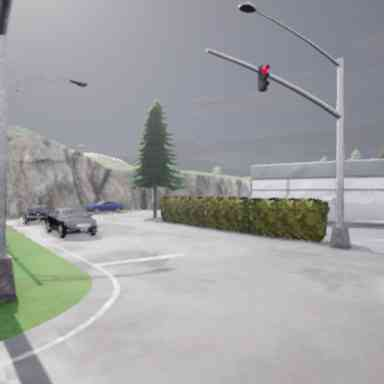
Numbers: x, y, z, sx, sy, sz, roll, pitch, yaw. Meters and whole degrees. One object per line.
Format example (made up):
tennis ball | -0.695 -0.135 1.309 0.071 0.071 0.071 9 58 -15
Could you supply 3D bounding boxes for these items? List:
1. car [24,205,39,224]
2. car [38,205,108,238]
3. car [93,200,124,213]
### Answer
car | -12.468 1.756 26.823 1.895 1.301 4.718 1 -1 -26
car | -6.796 1.612 18.600 2.128 1.511 4.902 1 -1 -35
car | -10.567 1.765 40.017 1.882 1.535 5.008 0 0 40
